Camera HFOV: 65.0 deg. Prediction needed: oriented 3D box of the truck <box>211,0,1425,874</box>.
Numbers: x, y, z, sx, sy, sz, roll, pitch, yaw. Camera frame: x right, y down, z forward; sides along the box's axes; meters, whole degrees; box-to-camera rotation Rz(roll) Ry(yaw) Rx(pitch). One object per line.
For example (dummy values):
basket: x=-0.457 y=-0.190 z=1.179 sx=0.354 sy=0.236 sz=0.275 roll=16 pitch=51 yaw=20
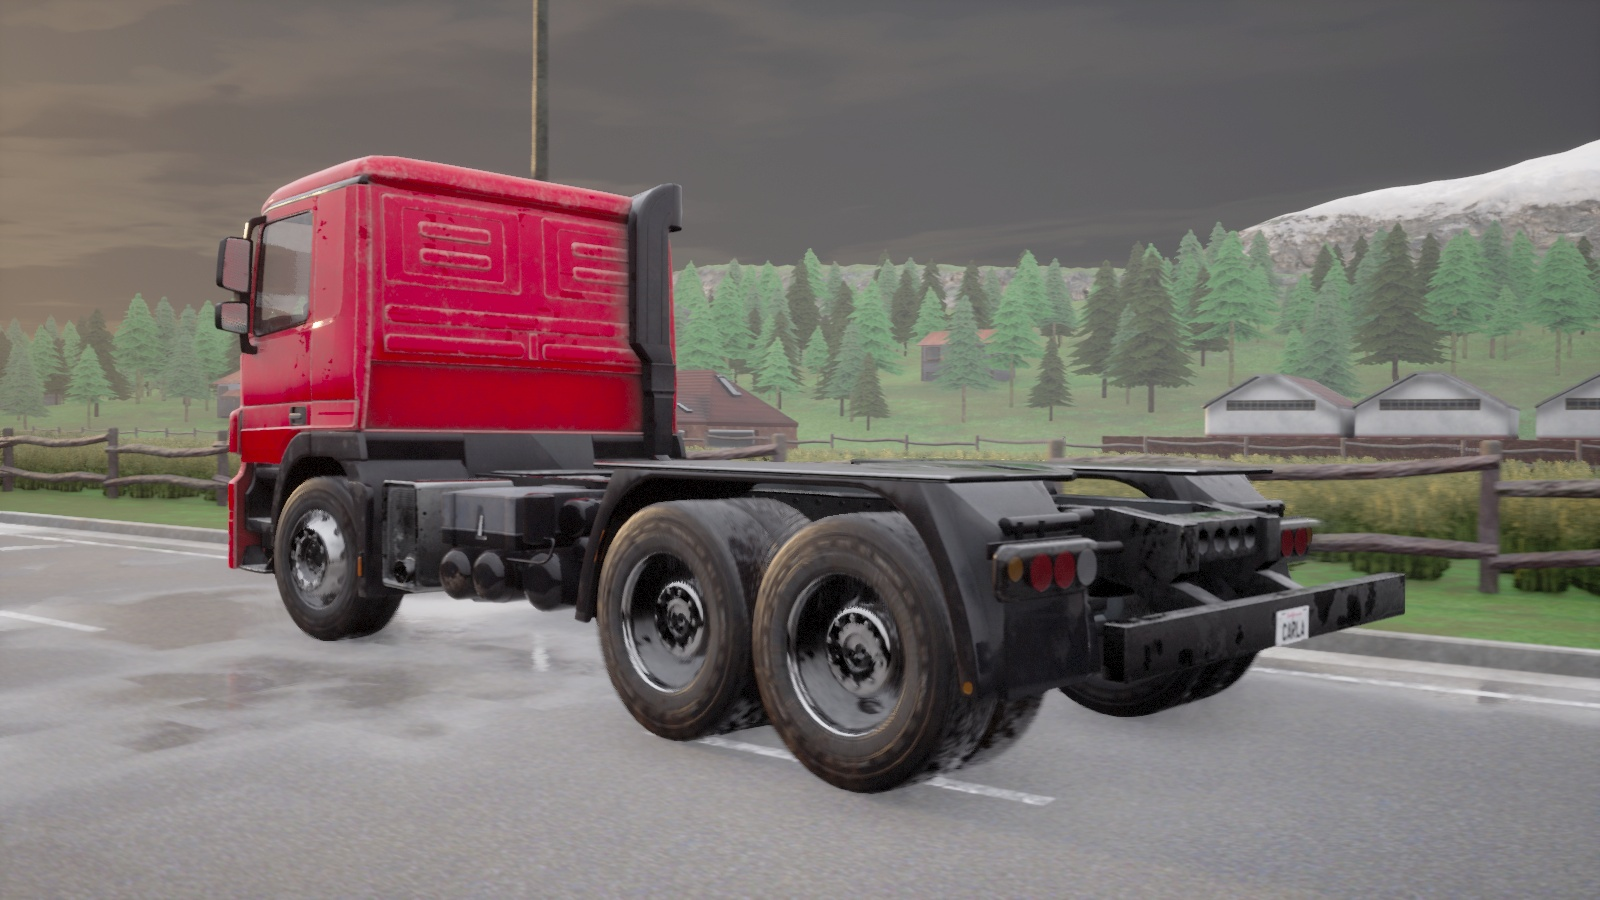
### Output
truck: x=-0.742 y=-0.353 z=7.988 sx=2.891 sy=3.462 sz=7.936 roll=-1 pitch=1 yaw=-45
